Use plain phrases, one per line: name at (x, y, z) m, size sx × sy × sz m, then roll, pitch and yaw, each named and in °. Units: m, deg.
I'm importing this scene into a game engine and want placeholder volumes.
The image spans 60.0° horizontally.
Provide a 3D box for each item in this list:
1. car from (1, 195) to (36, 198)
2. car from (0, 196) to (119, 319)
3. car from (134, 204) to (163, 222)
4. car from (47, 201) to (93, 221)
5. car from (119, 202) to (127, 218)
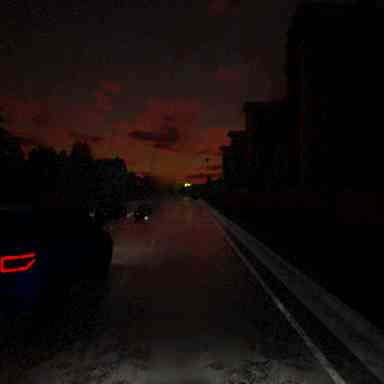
car at (-13.891, 1.280, 27.748) m, size 2.150 × 2.045 × 5.566 m, roll 0°, pitch 0°, yaw 0°
car at (-3.434, 1.240, 7.551) m, size 2.150 × 2.045 × 5.566 m, roll 0°, pitch 0°, yaw 0°
car at (-3.393, 1.658, 27.060) m, size 1.895 × 1.301 × 4.718 m, roll 0°, pitch 0°, yaw 0°
car at (-10.388, 1.553, 28.722) m, size 2.128 × 1.511 × 4.902 m, roll 0°, pitch 0°, yaw 0°
car at (-6.888, 1.553, 28.710) m, size 2.128 × 1.511 × 4.902 m, roll 0°, pitch 0°, yaw 0°
